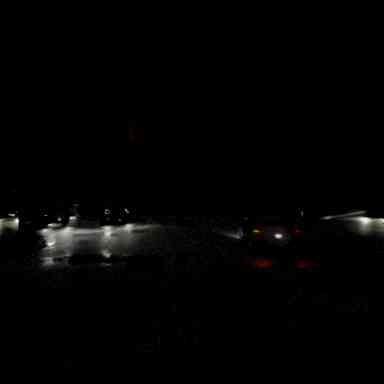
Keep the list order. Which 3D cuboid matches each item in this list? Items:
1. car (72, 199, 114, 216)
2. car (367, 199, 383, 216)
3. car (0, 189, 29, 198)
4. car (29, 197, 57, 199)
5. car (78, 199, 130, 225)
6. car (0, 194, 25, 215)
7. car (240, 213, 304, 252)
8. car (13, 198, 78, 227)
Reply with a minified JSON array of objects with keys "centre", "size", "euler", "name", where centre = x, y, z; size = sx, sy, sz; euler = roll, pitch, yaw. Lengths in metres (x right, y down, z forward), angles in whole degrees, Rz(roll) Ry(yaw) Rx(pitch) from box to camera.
[{"centre":[-9.710,1.432,32.489],"size":[4.718,1.301,1.895],"euler":[2,1,44],"name":"car"},{"centre":[17.257,1.367,29.856],"size":[1.882,1.535,5.008],"euler":[0,0,43],"name":"car"},{"centre":[-19.980,0.734,37.349],"size":[5.566,2.045,2.150],"euler":[3,3,44],"name":"car"},{"centre":[-12.825,1.333,30.339],"size":[4.892,1.490,1.837],"euler":[2,2,44],"name":"car"},{"centre":[-6.510,1.319,24.187],"size":[4.553,1.767,2.097],"euler":[1,1,44],"name":"car"},{"centre":[-16.947,1.262,29.478],"size":[5.008,1.535,1.882],"euler":[2,2,44],"name":"car"},{"centre":[3.160,1.537,13.783],"size":[1.994,1.385,4.181],"euler":[0,0,2],"name":"car"},{"centre":[-10.151,1.457,22.822],"size":[4.902,1.511,2.128],"euler":[1,1,44],"name":"car"}]
